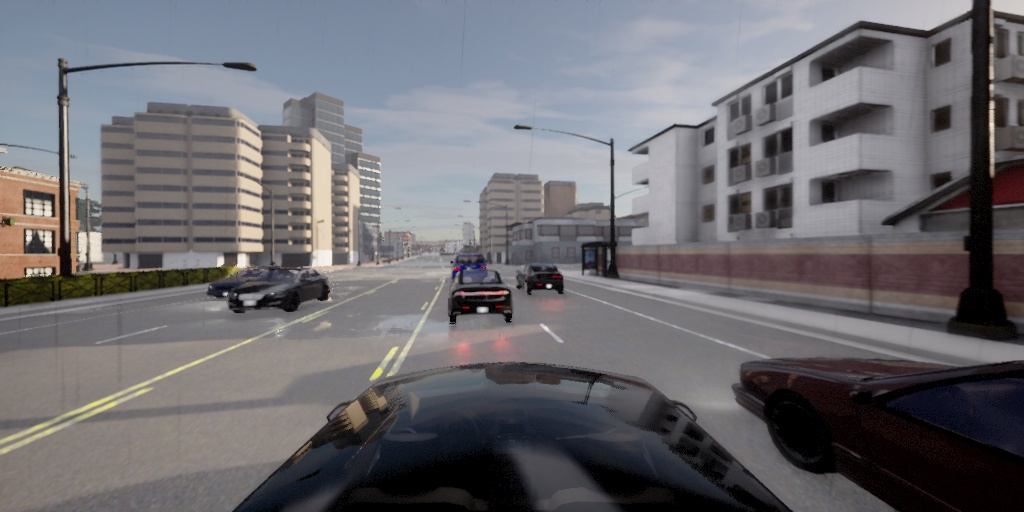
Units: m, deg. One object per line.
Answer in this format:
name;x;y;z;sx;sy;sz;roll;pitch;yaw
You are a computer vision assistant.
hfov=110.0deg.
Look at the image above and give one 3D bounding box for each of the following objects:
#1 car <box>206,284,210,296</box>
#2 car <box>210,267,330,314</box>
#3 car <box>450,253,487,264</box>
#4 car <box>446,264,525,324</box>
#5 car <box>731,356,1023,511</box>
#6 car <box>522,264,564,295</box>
car;-12.808;1.261;18.228;2.033;1.411;5.357;0;0;-8
car;-8.634;1.211;13.762;2.128;1.511;4.902;0;0;-8
car;-2.702;0.853;22.656;2.150;2.045;5.566;0;0;-9
car;-1.115;1.184;11.794;2.128;1.511;4.902;0;0;-8
car;3.603;1.278;1.724;2.033;1.411;5.357;0;0;-3
car;1.382;1.137;19.077;1.837;1.490;4.892;0;0;-8
